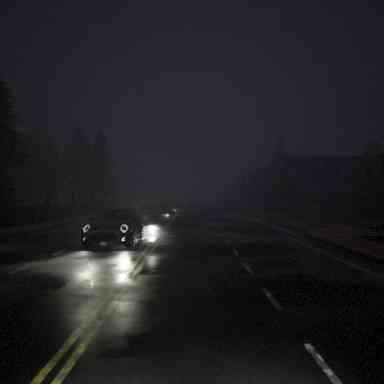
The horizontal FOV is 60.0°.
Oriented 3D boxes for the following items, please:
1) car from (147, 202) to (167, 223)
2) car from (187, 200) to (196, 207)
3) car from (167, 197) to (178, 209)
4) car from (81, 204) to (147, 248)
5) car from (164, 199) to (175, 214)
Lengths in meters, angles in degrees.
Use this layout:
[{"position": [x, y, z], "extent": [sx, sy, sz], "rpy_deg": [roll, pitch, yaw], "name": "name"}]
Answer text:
[{"position": [-3.651, 1.822, 28.660], "extent": [2.128, 1.511, 4.902], "rpy_deg": [0, -1, 0], "name": "car"}, {"position": [-0.125, 2.357, 71.158], "extent": [2.033, 1.411, 5.357], "rpy_deg": [0, -1, 0], "name": "car"}, {"position": [-3.648, 1.906, 59.377], "extent": [2.150, 2.045, 5.566], "rpy_deg": [0, -1, 0], "name": "car"}, {"position": [-3.627, 1.534, 15.784], "extent": [2.097, 1.767, 4.553], "rpy_deg": [0, -1, 0], "name": "car"}, {"position": [-3.672, 2.040, 42.825], "extent": [2.033, 1.411, 5.357], "rpy_deg": [0, -1, 0], "name": "car"}]
